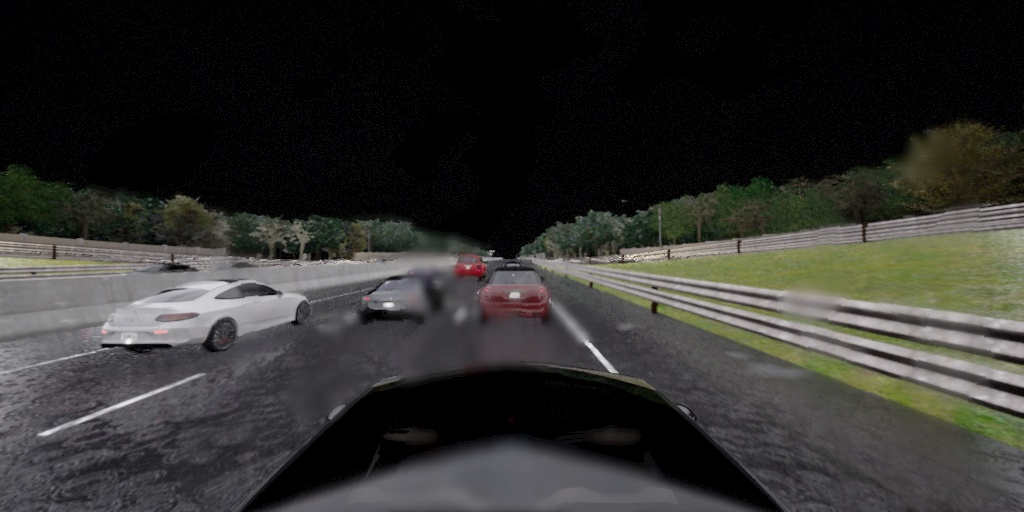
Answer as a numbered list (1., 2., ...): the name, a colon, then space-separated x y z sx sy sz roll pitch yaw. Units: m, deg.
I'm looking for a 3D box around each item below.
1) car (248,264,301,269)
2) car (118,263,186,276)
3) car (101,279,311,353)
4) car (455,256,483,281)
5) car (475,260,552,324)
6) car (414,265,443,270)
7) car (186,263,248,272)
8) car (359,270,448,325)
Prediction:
1. car: -17.599 1.385 27.763 1.895 1.301 4.718 0 0 0
2. car: -24.598 1.288 25.140 1.837 1.490 4.892 0 0 0
3. car: -6.899 1.287 8.767 1.812 1.442 4.674 0 0 0
4. car: -3.401 1.006 30.372 2.150 2.045 5.566 0 0 0
5. car: 0.100 1.117 12.117 2.097 1.767 4.553 0 0 0
6. car: -6.901 1.385 29.482 1.895 1.301 4.718 0 0 0
7. car: -21.098 1.289 26.866 1.837 1.490 4.892 0 0 0
8. car: -3.399 1.329 11.935 1.994 1.385 4.181 0 0 0
